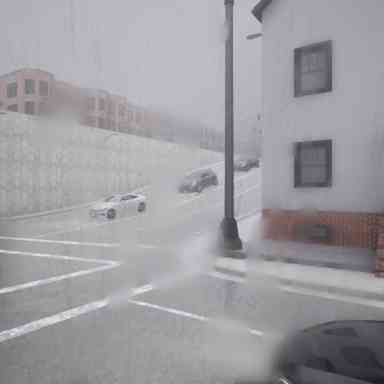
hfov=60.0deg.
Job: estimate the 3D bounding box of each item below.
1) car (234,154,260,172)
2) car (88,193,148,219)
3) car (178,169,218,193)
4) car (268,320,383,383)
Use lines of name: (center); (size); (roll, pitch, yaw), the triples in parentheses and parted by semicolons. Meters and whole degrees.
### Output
car: (6.235, -3.503, 39.356); (2.097, 1.767, 4.553); (0, 14, 35)
car: (-5.071, 0.864, 23.311); (1.812, 1.442, 4.674); (0, 7, 35)
car: (0.553, -1.125, 31.338); (2.097, 1.767, 4.553); (0, 13, 34)
car: (2.773, 1.526, 1.993); (4.674, 1.442, 1.812); (0, 0, 36)
